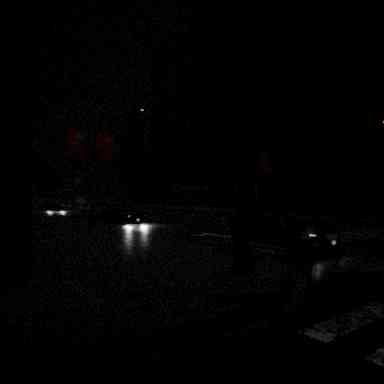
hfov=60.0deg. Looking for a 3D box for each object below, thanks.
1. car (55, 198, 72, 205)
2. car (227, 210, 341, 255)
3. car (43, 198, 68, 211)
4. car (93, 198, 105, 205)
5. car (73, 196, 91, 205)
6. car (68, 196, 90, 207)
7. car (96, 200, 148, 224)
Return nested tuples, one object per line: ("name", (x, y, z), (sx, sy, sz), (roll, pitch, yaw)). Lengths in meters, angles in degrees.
("car", (-25.231, 1.857, 65.160), (1.895, 1.301, 4.718), (0, 0, -36))
("car", (3.534, 1.514, 13.622), (2.128, 1.511, 4.902), (0, 0, -36))
("car", (-18.591, 1.646, 44.527), (1.882, 1.535, 5.008), (0, 0, -35))
("car", (-16.199, 1.787, 58.147), (1.994, 1.385, 4.181), (0, 0, -35))
("car", (-22.011, 1.612, 66.250), (2.097, 1.767, 4.553), (0, 0, -36))
("car", (-18.959, 1.743, 56.428), (1.812, 1.442, 4.674), (0, 0, -36))
("car", (-5.419, 1.630, 26.088), (2.033, 1.411, 5.357), (0, 0, -36))
